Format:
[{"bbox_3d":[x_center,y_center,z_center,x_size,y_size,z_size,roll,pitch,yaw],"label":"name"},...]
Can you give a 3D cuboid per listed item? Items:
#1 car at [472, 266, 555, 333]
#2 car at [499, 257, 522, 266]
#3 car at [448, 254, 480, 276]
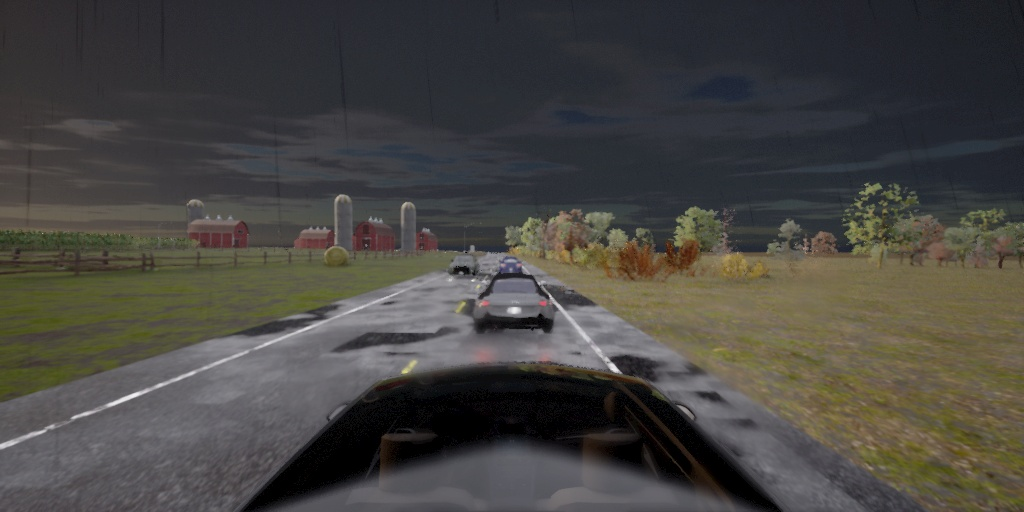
[{"bbox_3d":[0.055,1.169,10.153,1.994,1.385,4.181,0,1,0],"label":"car"},{"bbox_3d":[-0.120,0.801,29.542,1.812,1.442,4.674,0,1,-1],"label":"car"},{"bbox_3d":[-3.805,0.638,28.964,2.097,1.767,4.553,0,1,-1],"label":"car"}]
